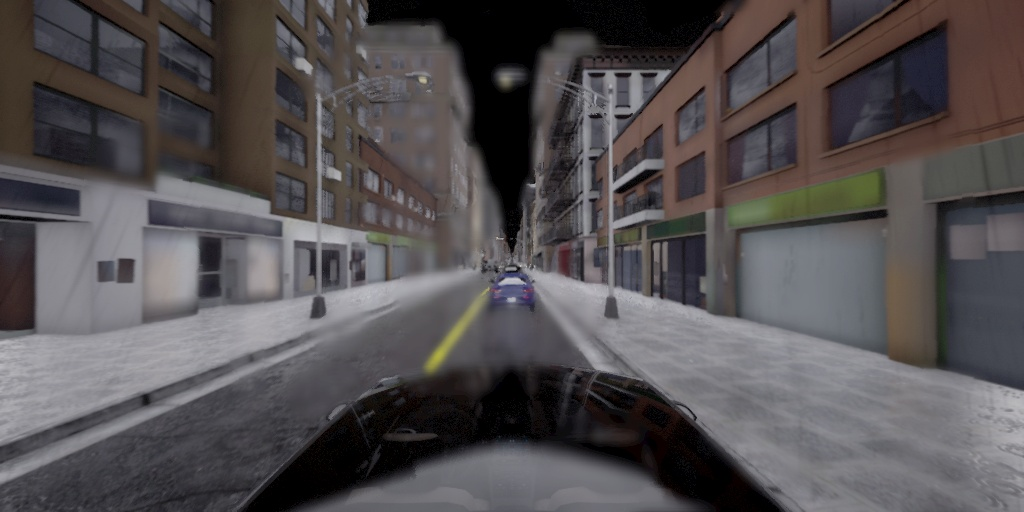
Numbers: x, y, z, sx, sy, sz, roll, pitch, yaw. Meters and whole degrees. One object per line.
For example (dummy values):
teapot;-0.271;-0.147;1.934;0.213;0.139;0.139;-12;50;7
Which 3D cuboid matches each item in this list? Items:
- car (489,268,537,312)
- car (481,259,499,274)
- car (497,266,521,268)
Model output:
car;0.049;1.409;14.873;1.812;1.442;4.674;0;0;1
car;-3.099;1.456;51.433;2.150;2.045;5.566;0;-1;0
car;0.038;1.532;29.165;1.837;1.490;4.892;0;0;1
